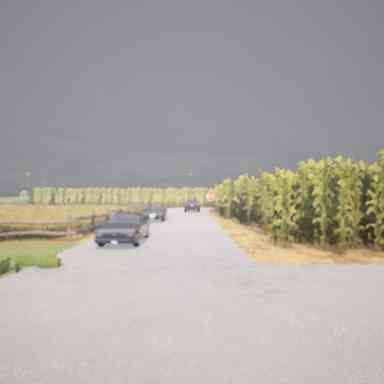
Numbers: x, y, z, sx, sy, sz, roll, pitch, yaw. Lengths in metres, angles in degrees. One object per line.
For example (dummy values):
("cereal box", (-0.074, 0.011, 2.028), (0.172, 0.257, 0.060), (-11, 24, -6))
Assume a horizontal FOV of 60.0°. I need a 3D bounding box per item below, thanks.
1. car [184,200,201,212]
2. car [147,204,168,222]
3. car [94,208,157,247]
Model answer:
("car", (0.106, 1.829, 45.680), (2.097, 1.767, 4.553), (0, -1, 3))
("car", (-3.193, 1.800, 29.382), (2.128, 1.511, 4.902), (0, -1, 0))
("car", (-3.196, 1.720, 16.359), (2.033, 1.411, 5.357), (0, -1, 0))
